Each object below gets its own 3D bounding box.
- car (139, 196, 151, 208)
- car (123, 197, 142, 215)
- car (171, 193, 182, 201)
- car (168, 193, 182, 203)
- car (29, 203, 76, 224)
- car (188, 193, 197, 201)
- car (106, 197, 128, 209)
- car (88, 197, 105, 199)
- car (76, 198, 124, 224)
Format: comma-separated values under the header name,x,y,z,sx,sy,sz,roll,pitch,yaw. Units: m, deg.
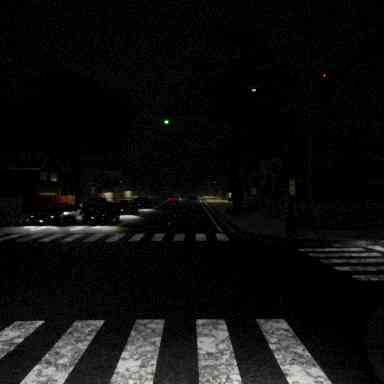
name,x,y,z,sx,sy,sz,roll,pitch,yaw
car,-6.565,1.336,43.747,1.837,1.490,4.892,0,1,0
car,-6.578,1.499,33.343,1.994,1.385,4.181,0,0,0
car,-3.114,0.938,67.733,2.128,1.511,4.902,0,1,0
car,-3.120,1.211,57.748,1.895,1.301,4.718,0,1,0
car,-9.838,1.511,24.369,2.033,1.411,5.357,0,0,0
car,0.139,0.935,67.041,1.882,1.535,5.008,0,1,0
car,-9.817,1.432,43.800,1.895,1.301,4.718,0,1,0
car,-9.830,1.285,33.753,2.097,1.767,4.553,0,0,0
car,-6.586,1.469,24.446,1.837,1.490,4.892,0,0,0
